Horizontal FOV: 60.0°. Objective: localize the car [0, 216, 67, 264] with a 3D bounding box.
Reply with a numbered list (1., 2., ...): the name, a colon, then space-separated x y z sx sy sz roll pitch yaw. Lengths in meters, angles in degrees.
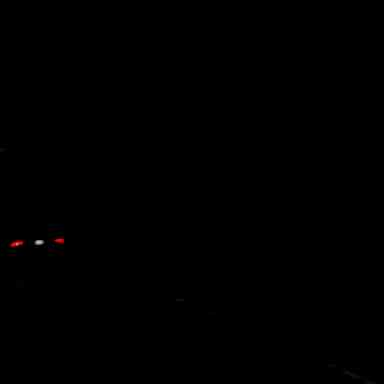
1. car: -6.153 1.577 12.054 2.033 1.411 5.357 1 -1 -38
